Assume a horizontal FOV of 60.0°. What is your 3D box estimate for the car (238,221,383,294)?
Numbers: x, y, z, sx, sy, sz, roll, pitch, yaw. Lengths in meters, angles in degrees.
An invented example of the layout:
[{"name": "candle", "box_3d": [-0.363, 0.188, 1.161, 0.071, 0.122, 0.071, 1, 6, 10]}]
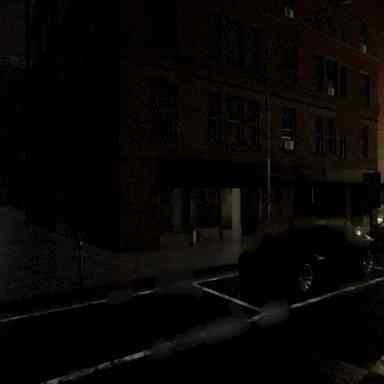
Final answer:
[{"name": "car", "box_3d": [3.165, 1.566, 8.801, 4.313, 1.339, 1.947, 0, 0, -36]}]
